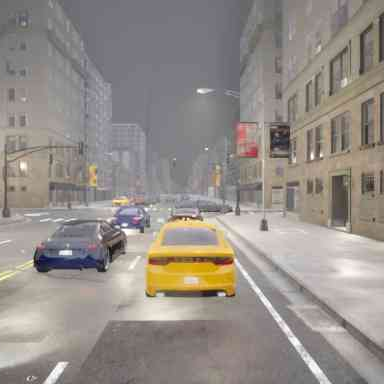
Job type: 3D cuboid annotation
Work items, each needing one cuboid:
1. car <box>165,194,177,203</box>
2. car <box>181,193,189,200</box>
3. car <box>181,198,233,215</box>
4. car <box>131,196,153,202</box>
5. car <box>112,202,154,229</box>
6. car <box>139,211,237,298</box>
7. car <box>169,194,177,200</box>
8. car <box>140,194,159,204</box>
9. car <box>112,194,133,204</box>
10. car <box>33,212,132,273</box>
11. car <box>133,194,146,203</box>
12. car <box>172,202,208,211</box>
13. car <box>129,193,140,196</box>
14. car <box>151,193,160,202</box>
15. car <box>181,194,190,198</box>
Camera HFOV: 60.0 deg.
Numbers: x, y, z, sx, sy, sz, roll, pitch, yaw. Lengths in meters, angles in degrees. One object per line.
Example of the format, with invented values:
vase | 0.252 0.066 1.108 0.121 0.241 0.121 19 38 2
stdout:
car | -4.696 1.583 71.864 1.994 1.385 4.181 0 0 -1
car | -1.881 1.250 90.643 2.097 1.767 4.553 0 0 -1
car | 1.452 1.562 33.760 5.357 1.411 2.033 0 0 -1
car | -7.641 1.622 51.108 1.895 1.301 4.718 0 0 -1
car | -3.533 1.531 19.481 1.812 1.442 4.674 0 0 -1
car | -0.053 1.479 8.601 1.882 1.535 5.008 0 0 -1
car | -5.155 1.382 91.821 2.097 1.767 4.553 0 0 -1
car | -7.810 1.571 60.751 2.033 1.411 5.357 0 0 -1
car | -10.894 1.499 51.146 1.882 1.535 5.008 0 0 -1
car | -3.355 1.566 10.739 1.994 1.385 4.181 0 0 -1
car | -11.220 1.381 71.070 2.097 1.767 4.553 0 0 -1
car | -0.353 1.509 18.082 1.837 1.490 4.892 0 0 -1
car | -11.069 1.246 61.081 2.150 2.045 5.566 0 0 -1
car | -7.973 1.251 71.226 2.150 2.045 5.566 0 0 -1
car | -1.669 1.378 80.642 2.097 1.767 4.553 0 0 -1
